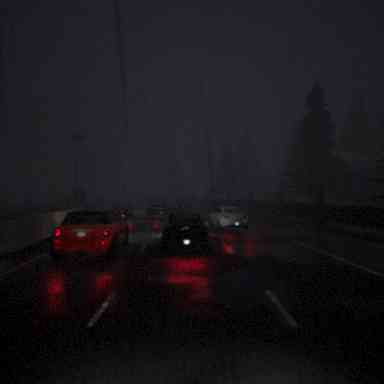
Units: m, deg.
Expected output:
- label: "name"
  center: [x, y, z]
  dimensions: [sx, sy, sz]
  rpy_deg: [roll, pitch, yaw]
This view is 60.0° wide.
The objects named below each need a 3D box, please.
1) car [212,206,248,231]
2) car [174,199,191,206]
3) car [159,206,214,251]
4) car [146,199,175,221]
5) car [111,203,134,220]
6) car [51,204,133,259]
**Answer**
- label: "car"
  center: [2.324, 1.649, 21.779]
  dimensions: [1.812, 1.442, 4.674]
  rpy_deg: [0, 0, -8]
- label: "car"
  center: [-1.644, 1.573, 39.021]
  dimensions: [2.097, 1.767, 4.553]
  rpy_deg: [0, 0, -17]
- label: "car"
  center: [-0.383, 1.588, 14.634]
  dimensions: [1.837, 1.490, 4.892]
  rpy_deg: [0, 0, -4]
- label: "car"
  center: [-3.382, 1.676, 32.478]
  dimensions: [2.128, 1.511, 4.902]
  rpy_deg: [0, 0, -14]
- label: "car"
  center: [-6.518, 1.776, 30.785]
  dimensions: [1.895, 1.301, 4.718]
  rpy_deg: [0, 0, -14]
- label: "car"
  center: [-3.774, 1.427, 13.081]
  dimensions: [2.097, 1.767, 4.553]
  rpy_deg: [0, 0, -3]
